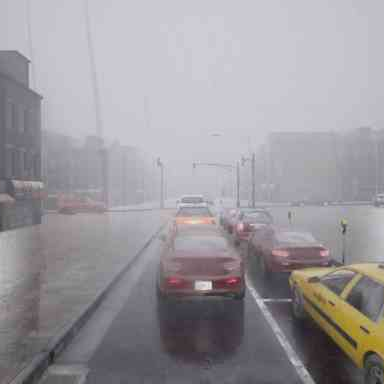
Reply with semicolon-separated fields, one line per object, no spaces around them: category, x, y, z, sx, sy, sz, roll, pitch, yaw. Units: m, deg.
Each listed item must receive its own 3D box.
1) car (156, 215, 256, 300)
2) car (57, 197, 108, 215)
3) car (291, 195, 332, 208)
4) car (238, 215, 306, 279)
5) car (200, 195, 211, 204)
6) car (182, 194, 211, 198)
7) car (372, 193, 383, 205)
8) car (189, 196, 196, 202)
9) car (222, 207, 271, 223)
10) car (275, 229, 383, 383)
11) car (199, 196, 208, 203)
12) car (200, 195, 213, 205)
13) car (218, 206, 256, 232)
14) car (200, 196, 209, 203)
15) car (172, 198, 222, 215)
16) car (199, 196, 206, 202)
car;0.132;1.527;8.308;1.812;1.442;4.674;0;0;-2
car;-12.531;1.615;38.245;5.566;2.045;2.150;-2;0;1
car;14.792;1.107;41.200;4.892;1.490;1.837;-2;0;0
car;2.647;1.584;9.773;1.802;1.307;4.206;0;0;0
car;2.725;1.493;68.855;2.192;1.841;5.009;-1;0;0
car;0.070;1.242;25.747;2.150;2.045;5.566;0;0;1
car;25.470;0.548;41.207;5.566;2.045;2.150;-1;0;0
car;0.118;1.745;83.109;1.837;1.490;4.892;0;0;0
car;2.654;1.446;15.240;1.967;1.590;4.097;0;0;0
car;2.639;1.525;4.476;1.752;1.417;4.829;0;0;0
car;2.741;1.675;79.659;1.967;1.590;4.097;-1;0;0
car;2.718;1.467;63.452;2.192;1.841;5.009;-1;0;0
car;2.662;1.594;20.706;1.802;1.307;4.206;0;0;0
car;2.734;1.646;74.256;1.967;1.590;4.097;-1;0;0
car;0.108;1.358;15.651;2.097;1.767;4.553;0;0;0
car;2.758;1.824;90.633;1.752;1.417;4.829;-1;0;0
